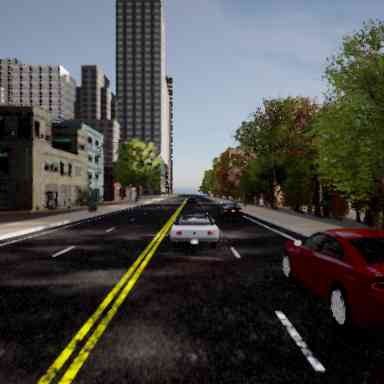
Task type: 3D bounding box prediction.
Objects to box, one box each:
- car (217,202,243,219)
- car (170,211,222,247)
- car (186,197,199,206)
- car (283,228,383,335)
[{"bbox_3d":[3.343,1.575,29.553,2.033,1.411,5.357,0,0,0],"label":"car"},{"bbox_3d":[0.096,1.616,14.968,1.895,1.301,4.718,0,0,0],"label":"car"},{"bbox_3d":[0.086,1.551,54.355,1.837,1.490,4.892,0,0,0],"label":"car"},{"bbox_3d":[3.348,1.485,6.911,1.882,1.535,5.008,0,0,0],"label":"car"}]
